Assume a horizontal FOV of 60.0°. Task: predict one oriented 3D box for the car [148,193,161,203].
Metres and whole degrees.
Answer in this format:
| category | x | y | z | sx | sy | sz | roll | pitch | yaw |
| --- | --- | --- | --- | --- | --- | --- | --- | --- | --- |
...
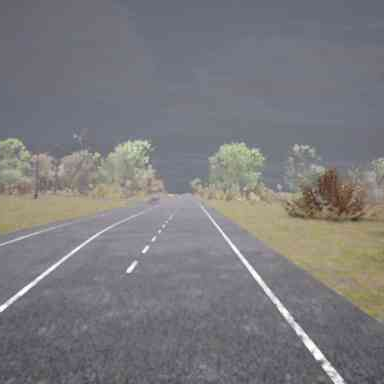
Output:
| category | x | y | z | sx | sy | sz | roll | pitch | yaw |
| --- | --- | --- | --- | --- | --- | --- | --- | --- | --- |
| car | -7.473 | 1.036 | 65.128 | 2.097 | 1.767 | 4.553 | -15 | 1 | 0 |
